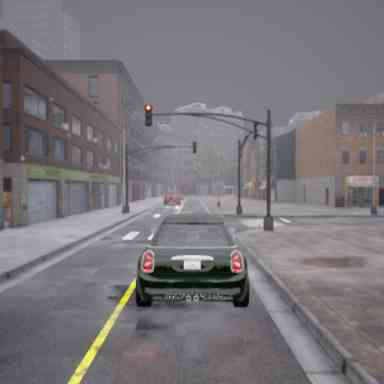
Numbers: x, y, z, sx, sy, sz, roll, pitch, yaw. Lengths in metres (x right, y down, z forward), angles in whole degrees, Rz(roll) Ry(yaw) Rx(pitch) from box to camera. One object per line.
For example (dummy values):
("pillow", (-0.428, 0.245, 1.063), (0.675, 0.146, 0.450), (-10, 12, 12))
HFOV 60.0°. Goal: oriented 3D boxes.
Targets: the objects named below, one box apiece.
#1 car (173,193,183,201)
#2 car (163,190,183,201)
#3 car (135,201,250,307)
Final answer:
("car", (-2.652, 0.888, 64.329), (1.837, 1.490, 4.892), (0, 1, 1))
("car", (-2.753, 0.762, 46.525), (2.150, 2.045, 5.566), (0, 1, 0))
("car", (0.023, 1.269, 7.927), (2.097, 1.767, 4.553), (0, 1, 0))
